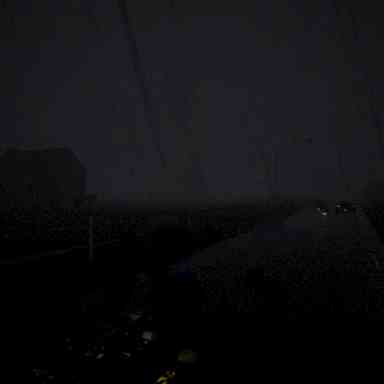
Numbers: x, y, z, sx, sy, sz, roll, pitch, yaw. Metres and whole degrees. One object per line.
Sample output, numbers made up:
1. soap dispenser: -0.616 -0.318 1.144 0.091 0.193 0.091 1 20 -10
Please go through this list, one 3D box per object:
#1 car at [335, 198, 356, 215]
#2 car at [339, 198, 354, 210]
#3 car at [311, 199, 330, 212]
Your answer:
1. car: 16.163 1.560 34.971 1.812 1.442 4.674 0 0 26
2. car: 20.598 1.562 44.305 1.812 1.442 4.674 0 0 26
3. car: 15.576 1.584 40.210 2.033 1.411 5.357 0 0 26
